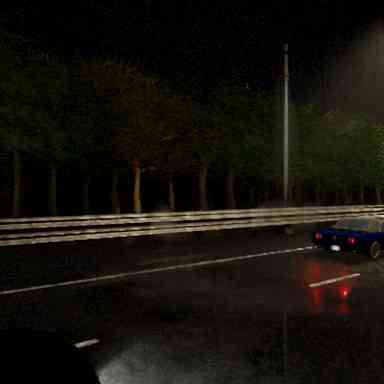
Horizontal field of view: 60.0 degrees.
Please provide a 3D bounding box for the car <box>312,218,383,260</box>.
[{"bbox_3d":[6.759,1.630,12.597,4.718,1.301,1.895,0,0,-34],"label":"car"}]

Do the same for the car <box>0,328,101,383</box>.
[{"bbox_3d":[-2.580,1.553,1.876,4.181,1.385,1.994,0,0,-36],"label":"car"}]
